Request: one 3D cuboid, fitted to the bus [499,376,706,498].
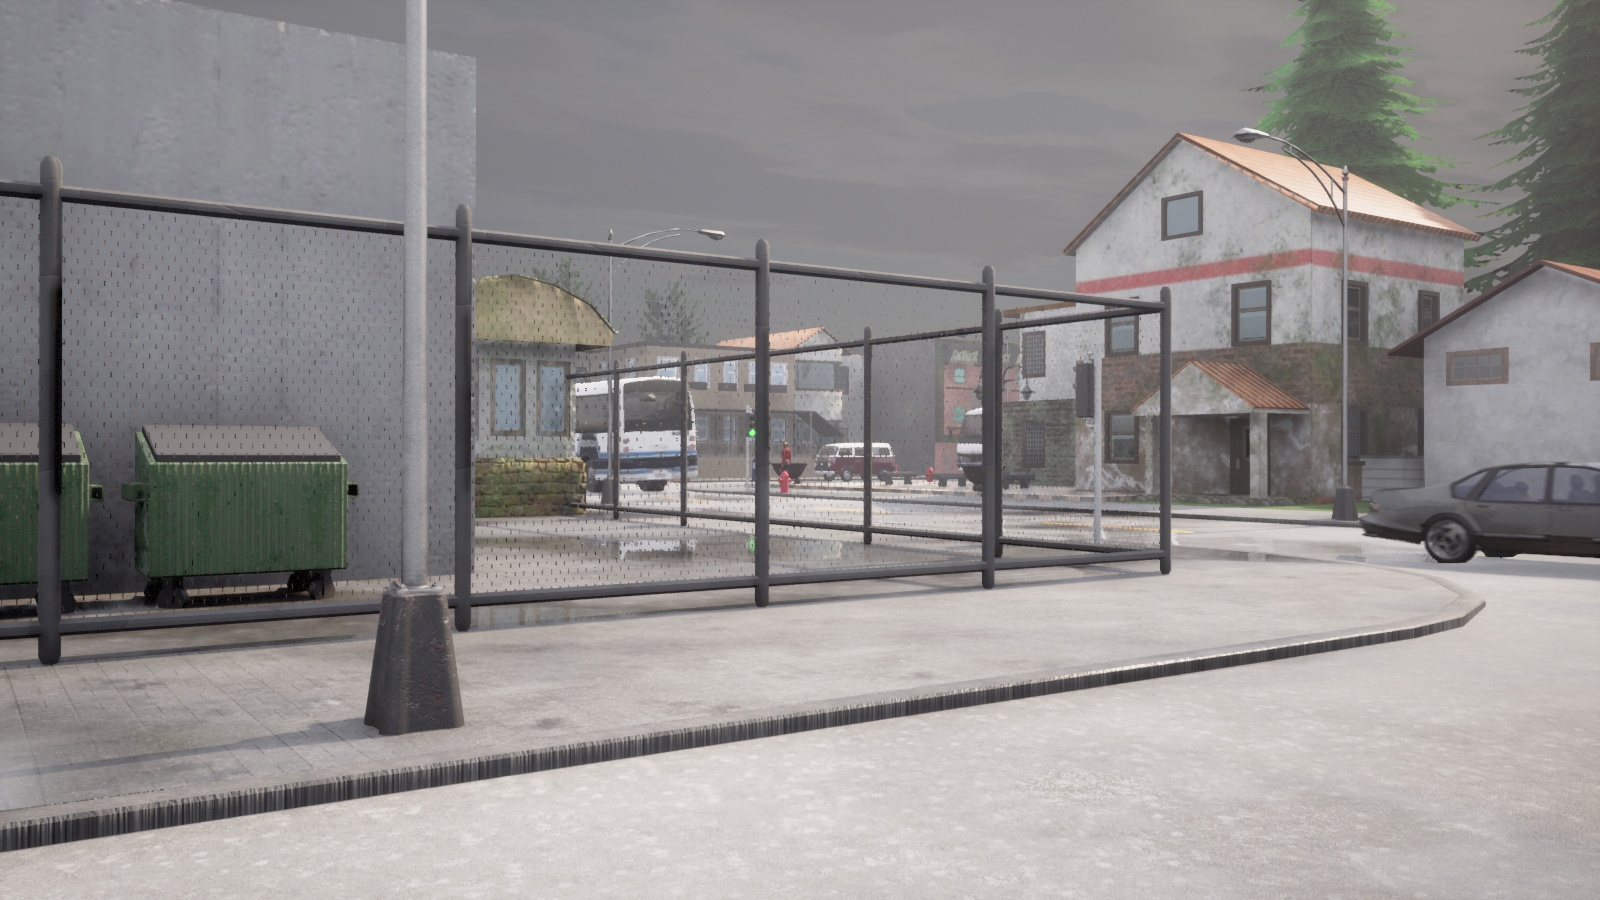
[{"bbox_3d":[-8.083,-0.493,49.801,3.944,4.253,10.273,-3,2,-34],"label":"bus"}]

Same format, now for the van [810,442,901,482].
[{"bbox_3d":[2.929,0.624,66.090,4.480,2.038,2.069,0,0,-35],"label":"van"}]

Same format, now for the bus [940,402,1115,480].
[{"bbox_3d":[13.354,-0.481,73.223,10.273,4.253,3.944,0,0,-35],"label":"bus"}]

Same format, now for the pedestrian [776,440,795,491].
[{"bbox_3d":[-0.533,0.564,46.224,0.636,1.846,0.331,0,0,39],"label":"pedestrian"}]

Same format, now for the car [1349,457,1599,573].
[{"bbox_3d":[10.351,0.811,16.558,2.033,1.411,5.357,0,0,-39],"label":"car"}]
